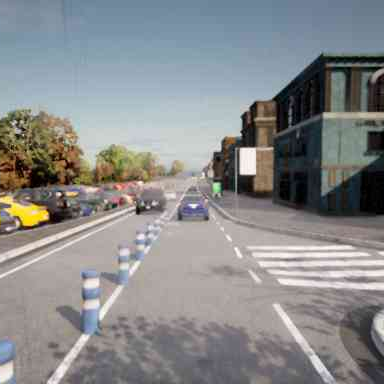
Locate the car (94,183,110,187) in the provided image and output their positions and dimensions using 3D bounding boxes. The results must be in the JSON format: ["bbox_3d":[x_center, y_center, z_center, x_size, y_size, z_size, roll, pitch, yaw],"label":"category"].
[{"bbox_3d":[-22.547,-0.648,78.313,4.792,1.488,2.163,0,2,1],"label":"car"}]

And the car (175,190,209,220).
[{"bbox_3d":[0.094,0.968,24.161,2.097,1.767,4.553,0,1,0],"label":"car"}]

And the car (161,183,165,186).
[{"bbox_3d":[-9.434,-0.671,78.224,5.008,1.535,2.097,0,2,1],"label":"car"}]

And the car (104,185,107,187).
[{"bbox_3d":[-22.551,-0.556,75.531,4.892,1.521,2.231,0,2,1],"label":"car"}]

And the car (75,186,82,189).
[{"bbox_3d":[-22.880,0.156,58.839,5.366,1.575,1.946,0,2,1],"label":"car"}]

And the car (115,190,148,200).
[{"bbox_3d":[-9.636,0.429,53.197,4.792,1.488,2.163,0,2,1],"label":"car"}]

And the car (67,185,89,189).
[{"bbox_3d":[-22.641,-0.211,61.608,5.566,2.045,2.435,0,2,1],"label":"car"}]

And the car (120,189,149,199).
[{"bbox_3d":[-9.637,0.325,55.981,4.674,1.452,2.002,0,2,1],"label":"car"}]

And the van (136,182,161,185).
[{"bbox_3d":[-9.606,-0.656,72.654,4.442,1.987,1.878,0,2,1],"label":"van"}]

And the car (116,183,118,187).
[{"bbox_3d":[-22.446,-1.002,86.662,4.674,1.452,2.002,0,3,1],"label":"car"}]

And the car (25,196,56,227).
[{"bbox_3d":[-9.986,1.111,16.966,5.008,1.535,2.097,0,0,1],"label":"car"}]

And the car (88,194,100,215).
[{"bbox_3d":[-9.887,1.118,25.328,4.792,1.488,2.163,0,1,1],"label":"car"}]

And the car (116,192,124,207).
[{"bbox_3d":[-9.811,1.001,33.697,4.792,1.488,2.163,0,1,1],"label":"car"}]

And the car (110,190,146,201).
[{"bbox_3d":[-9.685,0.506,50.411,5.008,1.535,2.097,0,2,1],"label":"car"}]

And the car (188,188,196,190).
[{"bbox_3d":[0.091,0.659,44.567,1.837,1.490,4.892,0,2,0],"label":"car"}]

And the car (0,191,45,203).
[{"bbox_3d":[-22.827,0.692,44.783,5.008,1.535,2.097,0,2,1],"label":"car"}]

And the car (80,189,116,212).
[{"bbox_3d":[-9.834,0.893,30.907,4.553,1.767,2.185,0,1,1],"label":"car"}]

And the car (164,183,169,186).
[{"bbox_3d":[-9.204,-0.916,83.784,5.366,1.575,1.946,0,3,1],"label":"car"}]

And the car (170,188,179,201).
[{"bbox_3d":[-3.325,0.533,49.112,1.812,1.442,4.674,0,2,0],"label":"car"}]

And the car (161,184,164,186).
[{"bbox_3d":[-9.470,-0.551,75.443,5.008,1.535,2.097,0,2,1],"label":"car"}]

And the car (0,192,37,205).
[{"bbox_3d":[-22.661,0.771,41.993,5.366,1.575,1.946,0,2,1],"label":"car"}]

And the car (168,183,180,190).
[{"bbox_3d":[-3.231,-0.477,64.847,1.812,1.442,4.674,0,2,0],"label":"car"}]

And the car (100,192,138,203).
[{"bbox_3d":[-9.743,0.735,44.837,4.674,1.452,2.002,0,2,1],"label":"car"}]

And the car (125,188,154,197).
[{"bbox_3d":[-9.584,0.046,61.540,5.008,1.535,2.097,0,2,1],"label":"car"}]

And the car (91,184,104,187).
[{"bbox_3d":[-22.574,-0.437,72.749,5.008,1.535,2.097,0,2,1],"label":"car"}]

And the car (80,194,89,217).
[{"bbox_3d":[-9.935,1.107,22.549,4.892,1.521,2.231,0,0,1],"label":"car"}]

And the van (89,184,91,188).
[{"bbox_3d":[-22.528,-0.304,64.391,4.442,1.987,1.878,0,2,1],"label":"van"}]

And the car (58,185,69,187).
[{"bbox_3d":[-22.777,0.272,53.144,4.553,1.767,2.185,0,2,1],"label":"car"}]

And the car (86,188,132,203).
[{"bbox_3d":[-9.822,0.725,39.267,4.553,1.767,2.185,0,2,1],"label":"car"}]

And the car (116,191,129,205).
[{"bbox_3d":[-9.845,0.945,36.484,4.792,1.488,2.163,0,1,1],"label":"car"}]

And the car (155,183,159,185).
[{"bbox_3d":[-9.509,-0.312,66.971,4.553,1.767,2.185,0,2,1],"label":"car"}]

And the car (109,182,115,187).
[{"bbox_3d":[-22.465,-1.049,81.085,5.566,2.045,2.435,0,2,1],"label":"car"}]

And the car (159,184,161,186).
[{"bbox_3d":[-9.521,-0.310,69.882,4.892,1.521,2.231,0,2,1],"label":"car"}]

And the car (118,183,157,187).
[{"bbox_3d":[-9.643,-0.086,58.749,5.566,2.045,2.435,0,2,1],"label":"car"}]

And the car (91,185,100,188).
[{"bbox_3d":[-22.597,-0.277,69.968,4.674,1.452,2.002,0,2,1],"label":"car"}]

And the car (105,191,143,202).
[{"bbox_3d":[-9.709,0.604,47.623,5.008,1.535,2.097,0,2,0],"label":"car"}]

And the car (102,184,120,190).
[{"bbox_3d":[-22.361,-1.412,92.217,4.553,1.767,2.185,0,3,1],"label":"car"}]

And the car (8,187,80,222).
[{"bbox_3d":[-9.994,0.862,19.759,5.566,2.045,2.435,0,0,1],"label":"car"}]

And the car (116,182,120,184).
[{"bbox_3d":[-22.413,-1.164,89.442,5.008,1.535,2.097,0,3,1],"label":"car"}]

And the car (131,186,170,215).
[{"bbox_3d":[-3.357,0.764,28.174,2.150,2.045,5.566,0,1,0],"label":"car"}]

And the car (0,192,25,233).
[{"bbox_3d":[-10.047,0.974,14.187,4.553,1.767,2.185,0,0,1],"label":"car"}]
